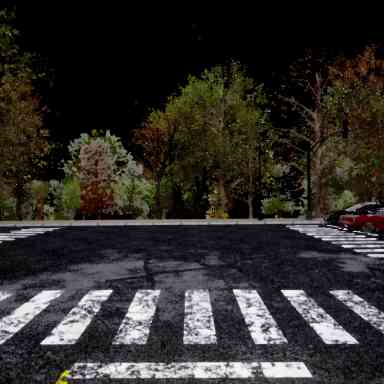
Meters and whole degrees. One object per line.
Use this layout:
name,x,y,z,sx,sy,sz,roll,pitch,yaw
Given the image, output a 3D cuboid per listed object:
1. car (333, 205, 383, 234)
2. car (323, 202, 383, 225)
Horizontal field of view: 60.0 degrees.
car,10.493,1.504,17.927,4.718,1.301,1.895,-1,-1,-1
car,10.967,1.448,21.244,4.892,1.490,1.837,-1,-1,1
